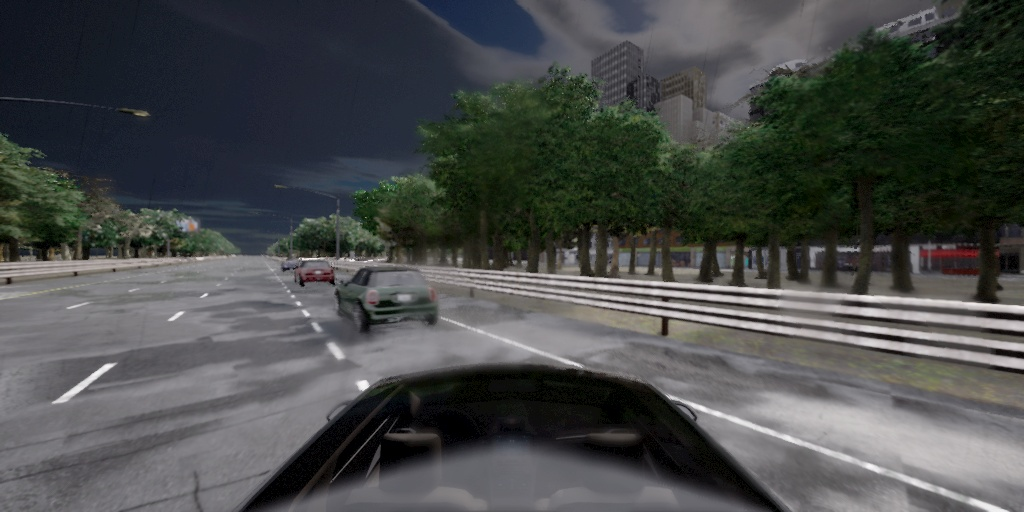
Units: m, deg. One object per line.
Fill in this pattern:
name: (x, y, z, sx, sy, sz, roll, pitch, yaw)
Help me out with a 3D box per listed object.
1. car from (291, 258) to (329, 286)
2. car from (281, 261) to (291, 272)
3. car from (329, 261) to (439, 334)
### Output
car: (-13.771, 1.060, 24.951, 2.097, 1.767, 4.553, 1, 0, -35)
car: (-27.580, 1.257, 44.674, 1.895, 1.301, 4.718, 1, 0, -34)
car: (-3.991, 1.097, 11.015, 2.097, 1.767, 4.553, 1, 0, -35)
